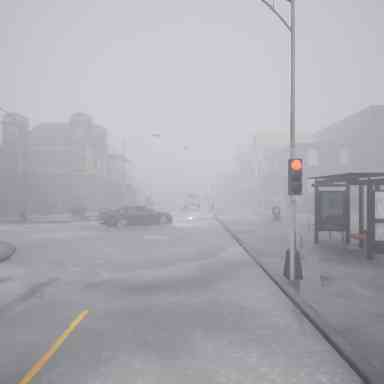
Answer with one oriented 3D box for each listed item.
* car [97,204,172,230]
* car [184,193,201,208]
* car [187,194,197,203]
[{"bbox_3d":[-3.528,1.505,21.074,4.892,1.490,1.837,0,2,-37],"label":"car"},{"bbox_3d":[0.046,1.221,47.010,2.150,2.045,5.566,0,0,0],"label":"car"},{"bbox_3d":[-0.091,1.355,72.548,2.097,1.767,4.553,0,0,0],"label":"car"}]
